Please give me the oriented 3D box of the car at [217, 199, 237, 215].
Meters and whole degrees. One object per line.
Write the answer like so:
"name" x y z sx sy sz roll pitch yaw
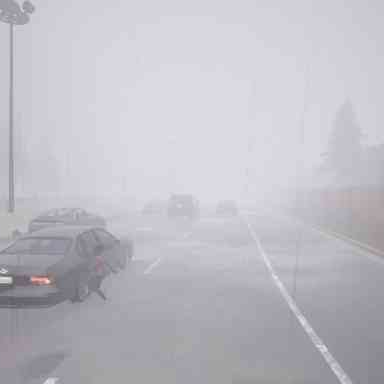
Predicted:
"car" 3.515 1.601 33.279 1.895 1.301 4.718 0 0 7

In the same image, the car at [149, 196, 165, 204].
"car" -6.805 1.547 65.008 2.033 1.411 5.357 0 0 7

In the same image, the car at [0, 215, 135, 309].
"car" -2.946 1.548 8.169 2.033 1.411 5.357 0 0 6

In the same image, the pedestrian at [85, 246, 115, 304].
"pedestrian" -1.860 1.294 6.740 0.375 1.860 0.375 0 0 4

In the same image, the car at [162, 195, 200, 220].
"car" -0.655 1.224 27.986 2.150 2.045 5.566 0 0 7

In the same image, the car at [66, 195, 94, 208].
"car" -16.028 1.352 48.014 2.097 1.767 4.553 0 0 7

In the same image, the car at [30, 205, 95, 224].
"car" -5.638 1.491 15.673 2.128 1.511 4.902 0 0 6

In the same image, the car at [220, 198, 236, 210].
"car" 4.723 1.564 43.260 1.994 1.385 4.181 0 0 7

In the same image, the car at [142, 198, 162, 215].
"car" -3.525 1.547 33.347 2.033 1.411 5.357 0 0 7
